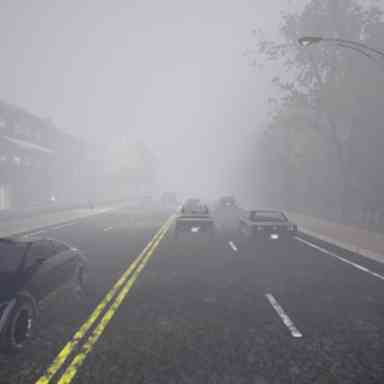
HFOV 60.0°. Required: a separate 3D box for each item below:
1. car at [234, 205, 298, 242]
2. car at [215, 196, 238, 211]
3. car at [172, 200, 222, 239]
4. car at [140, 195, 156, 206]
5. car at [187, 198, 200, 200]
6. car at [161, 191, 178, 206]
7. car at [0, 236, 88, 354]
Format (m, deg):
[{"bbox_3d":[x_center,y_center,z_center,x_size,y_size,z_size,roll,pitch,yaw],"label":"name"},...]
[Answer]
[{"bbox_3d":[3.366,1.501,15.726,1.895,1.301,4.718,0,0,0],"label":"car"},{"bbox_3d":[3.386,1.141,33.279,2.097,1.767,4.553,0,0,0],"label":"car"},{"bbox_3d":[0.118,1.386,16.672,2.128,1.511,4.902,0,0,0],"label":"car"},{"bbox_3d":[-6.525,1.214,49.042,1.812,1.442,4.674,0,1,0],"label":"car"},{"bbox_3d":[0.137,1.306,34.684,1.812,1.442,4.674,0,0,0],"label":"car"},{"bbox_3d":[-3.270,0.915,48.775,2.150,2.045,5.566,0,0,0],"label":"car"},{"bbox_3d":[-3.345,1.526,5.883,1.994,1.385,4.181,0,0,0],"label":"car"}]
